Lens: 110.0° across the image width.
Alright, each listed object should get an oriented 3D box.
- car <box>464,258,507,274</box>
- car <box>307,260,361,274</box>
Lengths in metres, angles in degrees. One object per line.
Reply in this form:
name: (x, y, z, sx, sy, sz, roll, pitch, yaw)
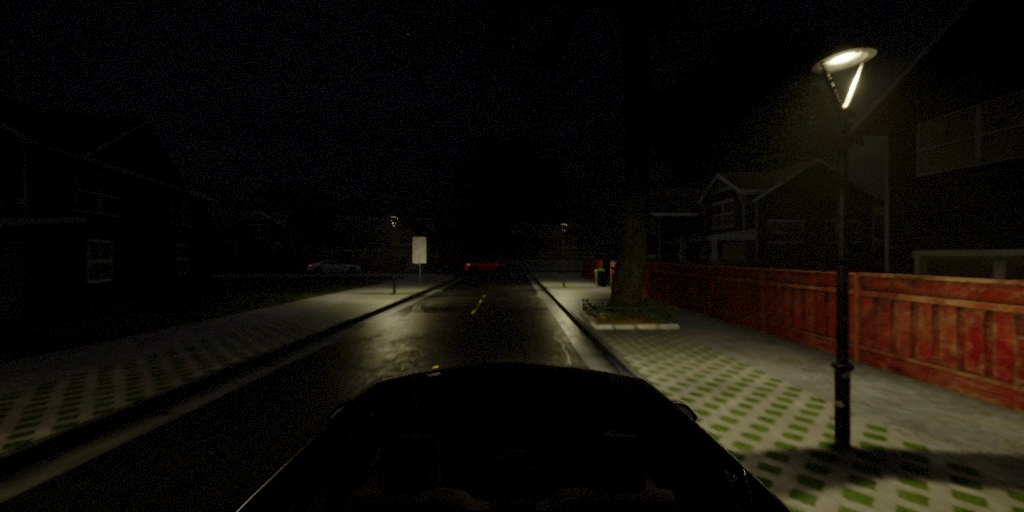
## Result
car: (-2.909, 1.040, 39.510, 4.553, 1.767, 2.097, 0, 0, -20)
car: (-16.974, 1.065, 34.395, 4.674, 1.442, 1.812, 1, 0, -20)
